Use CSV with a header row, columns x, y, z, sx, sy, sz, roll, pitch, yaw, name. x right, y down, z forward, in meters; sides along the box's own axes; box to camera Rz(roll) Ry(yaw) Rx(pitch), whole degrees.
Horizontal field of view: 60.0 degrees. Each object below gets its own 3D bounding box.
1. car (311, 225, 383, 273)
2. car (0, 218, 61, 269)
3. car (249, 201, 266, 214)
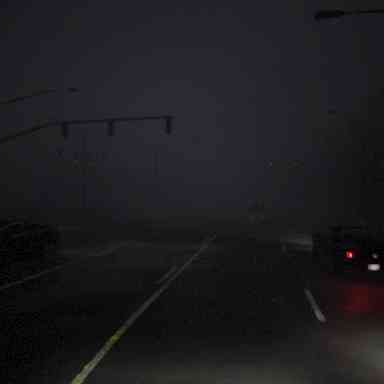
x,y,z,sx,sy,sz,roll,pitch,yaw,name
5.239,1.744,11.040,1.895,1.301,4.718,0,-1,10,car
-5.822,1.557,9.788,2.128,1.511,4.902,0,-1,10,car
8.123,1.897,41.336,2.128,1.511,4.902,0,0,11,car
